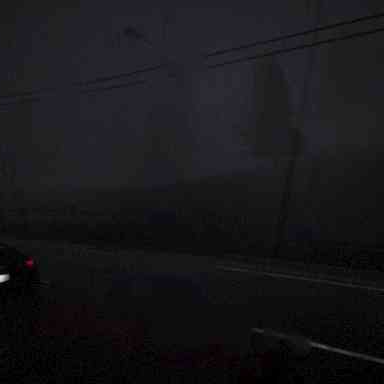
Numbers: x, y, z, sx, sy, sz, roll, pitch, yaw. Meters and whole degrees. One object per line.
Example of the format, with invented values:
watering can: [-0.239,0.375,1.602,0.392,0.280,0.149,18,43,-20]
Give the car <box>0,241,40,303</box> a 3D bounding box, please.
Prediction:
car: [-5.213,1.556,7.080,4.181,1.385,1.994,0,0,31]
